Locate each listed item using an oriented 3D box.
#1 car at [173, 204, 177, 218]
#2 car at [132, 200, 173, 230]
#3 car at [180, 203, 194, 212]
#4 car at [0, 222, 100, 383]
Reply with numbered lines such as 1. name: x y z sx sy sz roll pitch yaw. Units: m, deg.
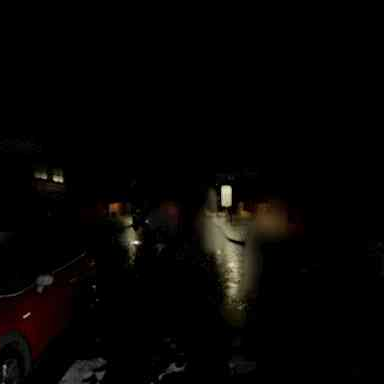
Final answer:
1. car: -2.924 1.986 37.843 2.097 1.767 4.553 0 -1 -1
2. car: -2.856 1.593 24.163 2.150 2.045 5.566 0 -1 0
3. car: -0.975 2.498 54.295 1.882 1.535 5.008 1 -2 -10
4. car: -2.854 1.420 4.665 2.097 1.767 4.553 0 -1 0
